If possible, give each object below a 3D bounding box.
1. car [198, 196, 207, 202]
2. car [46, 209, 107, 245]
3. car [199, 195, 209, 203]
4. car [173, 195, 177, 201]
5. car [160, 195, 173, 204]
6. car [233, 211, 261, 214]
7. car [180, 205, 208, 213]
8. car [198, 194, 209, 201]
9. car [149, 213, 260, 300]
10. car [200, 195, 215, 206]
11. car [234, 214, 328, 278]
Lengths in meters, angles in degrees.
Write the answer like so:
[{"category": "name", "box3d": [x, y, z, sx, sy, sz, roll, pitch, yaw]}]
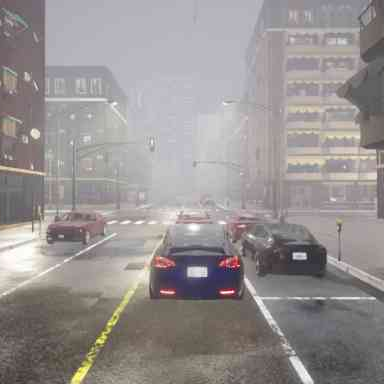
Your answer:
[{"category": "car", "box3d": [2.585, 1.635, 82.205, 1.947, 1.339, 4.313, 1, 0, 0]}, {"category": "car", "box3d": [-5.271, 1.550, 15.674, 1.887, 1.381, 4.507, 1, 0, 0]}, {"category": "car", "box3d": [2.585, 1.494, 70.826, 1.967, 1.590, 4.097, 1, 0, 0]}, {"category": "car", "box3d": [-5.294, 1.623, 87.884, 1.887, 1.381, 4.507, 1, 0, 0]}, {"category": "car", "box3d": [-5.314, 1.597, 65.126, 2.008, 1.369, 4.403, 1, 0, 0]}, {"category": "car", "box3d": [2.576, 1.550, 15.700, 1.887, 1.381, 4.507, 1, 0, 0]}, {"category": "car", "box3d": [0.097, 1.607, 18.136, 1.895, 1.301, 4.718, 0, 0, 0]}, {"category": "car", "box3d": [2.617, 1.359, 63.702, 2.192, 1.841, 5.009, 1, 0, 0]}, {"category": "car", "box3d": [0.102, 1.506, 8.413, 2.163, 1.488, 4.792, 0, 0, 0]}, {"category": "car", "box3d": [2.711, 1.578, 53.757, 1.887, 1.381, 4.507, 1, 0, 0]}, {"category": "car", "box3d": [2.575, 1.569, 10.030, 1.947, 1.339, 4.313, 1, 0, 0]}]
